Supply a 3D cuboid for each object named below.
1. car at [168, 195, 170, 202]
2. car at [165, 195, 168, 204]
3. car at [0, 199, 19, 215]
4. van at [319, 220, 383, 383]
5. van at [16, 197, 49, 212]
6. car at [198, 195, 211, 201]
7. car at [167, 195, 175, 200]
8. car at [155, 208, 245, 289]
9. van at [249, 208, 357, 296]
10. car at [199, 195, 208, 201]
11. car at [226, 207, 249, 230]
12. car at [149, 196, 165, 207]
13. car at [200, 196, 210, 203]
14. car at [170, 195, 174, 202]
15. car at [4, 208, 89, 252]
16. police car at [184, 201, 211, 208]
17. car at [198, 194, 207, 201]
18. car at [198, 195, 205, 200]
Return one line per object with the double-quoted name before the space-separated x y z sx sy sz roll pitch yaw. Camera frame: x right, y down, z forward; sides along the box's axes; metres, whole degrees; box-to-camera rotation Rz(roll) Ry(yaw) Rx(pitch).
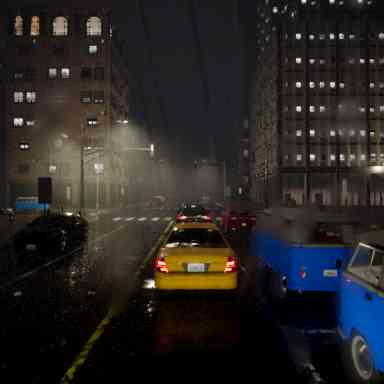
"car" -5.674 1.560 63.237 1.802 1.307 4.206 1 0 0
"car" -5.673 1.425 57.586 1.967 1.590 4.097 1 0 0
"car" -19.840 1.620 32.423 4.403 1.369 2.008 0 0 1
"van" 2.704 1.342 2.758 1.690 1.788 3.998 1 0 0
"van" -19.732 1.525 40.804 3.998 1.788 1.690 0 0 1
"car" 2.706 1.529 63.235 2.008 1.369 4.403 1 0 0
"car" -5.671 1.472 91.325 1.752 1.417 4.829 1 0 0
"car" 0.098 1.458 9.095 1.801 1.575 5.366 0 0 0
"van" 2.704 1.343 8.335 1.690 1.788 3.998 1 0 0
"car" 2.708 1.510 80.189 2.008 1.369 4.403 1 0 0
"car" 2.702 1.545 19.488 1.887 1.381 4.507 1 0 0
"car" -5.676 1.572 51.933 1.802 1.307 4.206 1 0 0
"car" 2.707 1.517 68.886 1.887 1.381 4.507 1 0 0
"car" -5.673 1.517 74.539 2.008 1.369 4.403 1 0 0
"car" -5.679 1.567 13.918 1.947 1.339 4.313 1 0 0
"police car" 0.106 1.505 19.415 2.038 1.542 4.974 0 0 0
"car" 2.710 1.393 85.841 1.967 1.590 4.097 1 0 0
"car" 2.709 1.472 91.663 1.752 1.417 4.829 1 0 0
